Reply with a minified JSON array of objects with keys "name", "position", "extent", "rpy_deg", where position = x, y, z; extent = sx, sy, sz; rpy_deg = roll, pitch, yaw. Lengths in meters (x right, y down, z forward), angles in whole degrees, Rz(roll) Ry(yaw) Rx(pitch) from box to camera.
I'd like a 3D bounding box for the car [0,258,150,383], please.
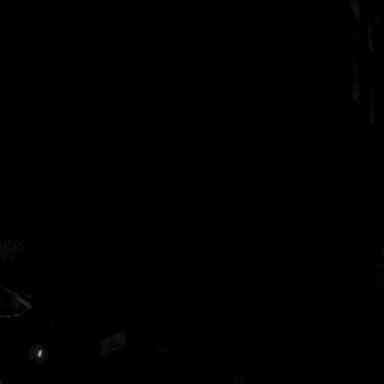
[{"name":"car","position":[-2.498,1.618,4.639],"extent":[4.313,1.339,1.947],"rpy_deg":[-1,-1,36]}]
